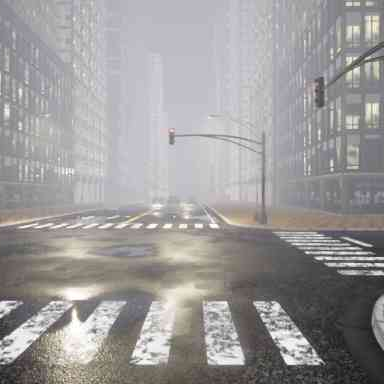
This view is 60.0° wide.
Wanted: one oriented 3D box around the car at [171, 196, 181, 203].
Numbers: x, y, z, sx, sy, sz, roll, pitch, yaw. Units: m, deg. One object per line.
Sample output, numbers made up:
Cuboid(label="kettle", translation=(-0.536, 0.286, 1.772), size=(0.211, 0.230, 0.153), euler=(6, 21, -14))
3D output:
Cuboid(label="car", translation=(-3.289, 1.565, 70.209), size=(1.895, 1.301, 4.718), euler=(0, 0, 0))

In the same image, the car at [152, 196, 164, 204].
Cuboid(label="car", translation=(-6.536, 1.608, 64.345), size=(2.128, 1.511, 4.902), euler=(0, 0, 0))

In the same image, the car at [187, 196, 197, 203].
Cuboid(label="car", translation=(-0.039, 1.541, 70.598), size=(1.994, 1.385, 4.181), euler=(0, 0, 0))

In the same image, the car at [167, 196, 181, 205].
Cuboid(label="car", translation=(-3.284, 1.453, 60.149), size=(2.097, 1.767, 4.553), euler=(0, 0, 0))

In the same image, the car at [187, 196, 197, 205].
Cuboid(label="car", translation=(-0.034, 1.703, 60.626), size=(1.895, 1.301, 4.718), euler=(0, 0, 0))
